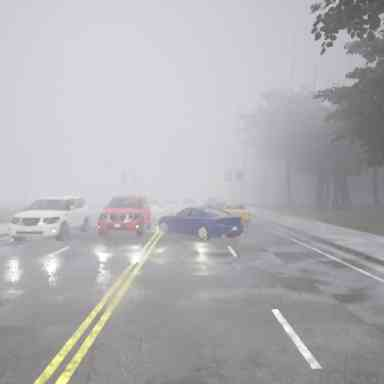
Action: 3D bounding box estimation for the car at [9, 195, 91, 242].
[{"bbox_3d":[-6.748,1.208,16.533,2.150,2.045,5.566,0,0,-1],"label":"car"}]

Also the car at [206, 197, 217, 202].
[{"bbox_3d":[2.937,1.510,35.063,2.163,1.488,4.792,0,0,-1],"label":"car"}]

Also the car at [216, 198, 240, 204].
[{"bbox_3d":[3.034,1.445,24.219,1.801,1.575,5.366,0,0,-1],"label":"car"}]

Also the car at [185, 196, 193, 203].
[{"bbox_3d":[-0.687,1.760,76.814,1.882,1.535,5.008,0,-1,-1],"label":"car"}]

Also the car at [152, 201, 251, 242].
[{"bbox_3d":[0.292,1.465,16.644,1.882,1.535,5.008,0,0,-40],"label":"car"}]

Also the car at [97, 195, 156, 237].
[{"bbox_3d":[-3.514,1.208,18.286,2.150,2.045,5.566,0,0,-1],"label":"car"}]

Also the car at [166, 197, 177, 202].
[{"bbox_3d":[-3.849,1.710,62.710,2.033,1.411,5.357,0,0,0],"label":"car"}]

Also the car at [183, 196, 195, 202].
[{"bbox_3d":[-0.492,1.618,58.031,2.128,1.511,4.902,0,0,0],"label":"car"}]

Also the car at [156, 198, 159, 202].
[{"bbox_3d":[-7.097,1.710,60.490,1.994,1.385,4.181,0,-1,0],"label":"car"}]
